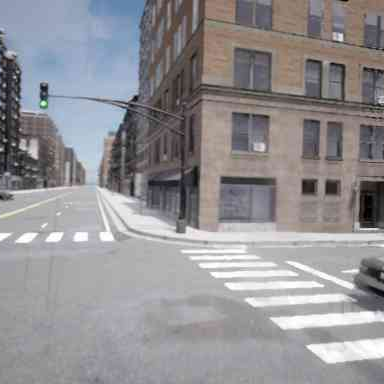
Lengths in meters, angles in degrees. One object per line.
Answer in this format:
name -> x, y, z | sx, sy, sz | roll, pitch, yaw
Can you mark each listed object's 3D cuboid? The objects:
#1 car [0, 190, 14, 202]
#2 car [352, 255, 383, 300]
car -> -22.867, 0.441, 39.804 | 1.895, 1.301, 4.718 | 1, 1, -16
car -> 6.206, 1.787, 7.206 | 5.357, 1.411, 2.033 | 2, 1, -16
